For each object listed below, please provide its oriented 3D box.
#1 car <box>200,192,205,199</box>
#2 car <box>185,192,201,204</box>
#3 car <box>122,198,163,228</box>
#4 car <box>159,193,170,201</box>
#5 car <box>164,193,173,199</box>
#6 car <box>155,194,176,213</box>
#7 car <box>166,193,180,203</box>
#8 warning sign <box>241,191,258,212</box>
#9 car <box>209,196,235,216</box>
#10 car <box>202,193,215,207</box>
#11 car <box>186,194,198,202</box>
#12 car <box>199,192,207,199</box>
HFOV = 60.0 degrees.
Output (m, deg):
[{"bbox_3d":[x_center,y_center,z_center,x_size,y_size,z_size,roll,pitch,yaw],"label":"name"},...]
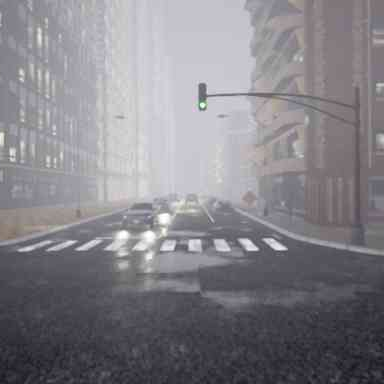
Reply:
[{"bbox_3d":[2.651,1.123,47.508,2.008,1.369,4.403,0,0,0],"label":"car"},{"bbox_3d":[-0.045,0.920,51.509,2.097,1.767,4.553,-1,0,0],"label":"car"},{"bbox_3d":[-3.122,1.370,20.961,1.812,1.442,4.674,-1,1,0],"label":"car"},{"bbox_3d":[-5.746,1.035,70.097,2.008,1.369,4.403,-1,0,0],"label":"car"},{"bbox_3d":[-5.754,0.945,81.394,1.887,1.381,4.507,-1,0,0],"label":"car"},{"bbox_3d":[-3.126,1.234,33.575,2.128,1.511,4.902,-1,0,0],"label":"car"},{"bbox_3d":[-3.059,0.926,54.626,2.097,1.767,4.553,-1,1,0],"label":"car"},{"bbox_3d":[5.033,0.809,29.057,1.300,1.860,1.060,-1,0,0],"label":"warning sign"},{"bbox_3d":[2.714,1.301,28.944,1.802,1.307,4.206,0,0,0],"label":"car"},{"bbox_3d":[2.654,1.167,41.861,2.008,1.369,4.403,0,0,0],"label":"car"},{"bbox_3d":[-0.050,1.038,61.542,2.033,1.411,5.357,-1,0,0],"label":"car"},{"bbox_3d":[2.624,0.753,81.398,1.967,1.590,4.097,-1,0,0],"label":"car"}]
